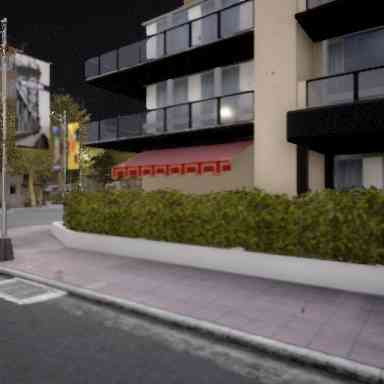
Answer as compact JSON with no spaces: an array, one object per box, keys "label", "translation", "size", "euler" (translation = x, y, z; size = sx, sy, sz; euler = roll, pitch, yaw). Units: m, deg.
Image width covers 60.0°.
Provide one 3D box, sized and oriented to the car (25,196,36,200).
[{"label":"car","translation":[-33.861,1.444,66.105],"size":[4.892,1.521,2.231],"euler":[0,0,35]}]
